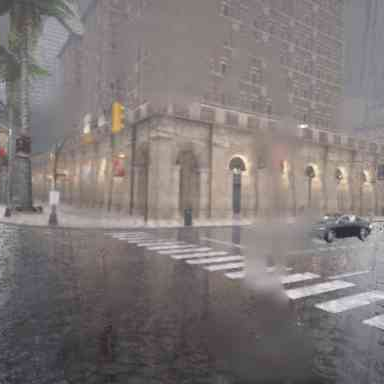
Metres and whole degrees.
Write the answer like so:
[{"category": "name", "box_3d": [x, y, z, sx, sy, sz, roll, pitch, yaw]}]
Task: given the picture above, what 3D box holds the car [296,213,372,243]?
[{"category": "car", "box_3d": [7.921, 1.914, 18.478, 4.902, 1.511, 2.128, 2, -1, -32]}]
